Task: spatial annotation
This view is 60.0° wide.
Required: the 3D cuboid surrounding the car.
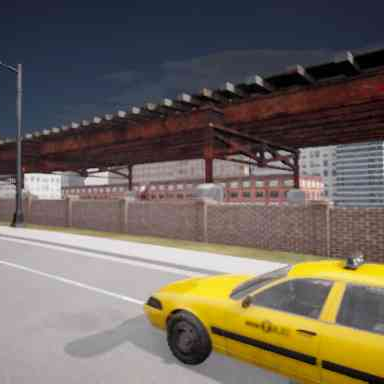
[{"bbox_3d":[1.687,1.521,4.123,5.366,1.575,1.801,0,-1,38],"label":"car"}]
